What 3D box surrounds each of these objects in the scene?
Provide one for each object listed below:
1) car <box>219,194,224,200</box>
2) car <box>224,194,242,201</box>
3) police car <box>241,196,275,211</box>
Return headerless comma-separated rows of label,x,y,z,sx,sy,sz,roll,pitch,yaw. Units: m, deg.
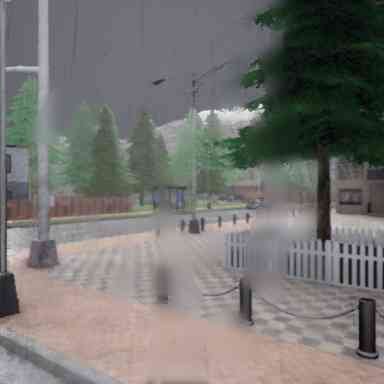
car,8.124,1.155,80.939,1.905,1.878,3.866,0,0,36
car,10.389,1.153,79.781,1.932,1.855,4.605,0,0,36
police car,8.555,1.493,41.762,2.038,1.542,4.974,0,0,37
